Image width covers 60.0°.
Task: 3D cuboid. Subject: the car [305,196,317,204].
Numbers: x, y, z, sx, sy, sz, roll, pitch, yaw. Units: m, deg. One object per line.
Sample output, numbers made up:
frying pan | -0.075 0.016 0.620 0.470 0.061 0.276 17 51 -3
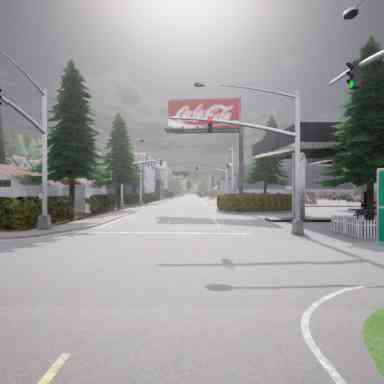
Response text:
car | 22.532 1.553 64.012 1.970 1.475 3.806 0 0 0

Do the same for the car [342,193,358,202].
car | 34.940 1.490 71.797 2.007 1.523 4.514 0 0 0

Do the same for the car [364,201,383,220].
car | 18.709 1.672 30.617 4.611 1.667 2.242 0 0 0

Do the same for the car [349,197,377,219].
car | 14.379 1.505 24.949 3.866 1.878 1.905 0 0 0
